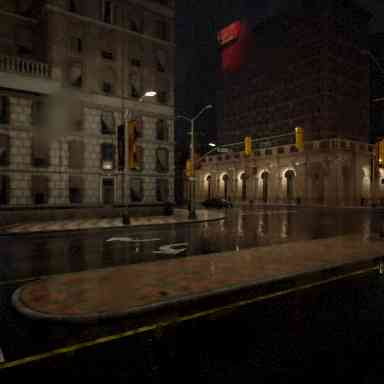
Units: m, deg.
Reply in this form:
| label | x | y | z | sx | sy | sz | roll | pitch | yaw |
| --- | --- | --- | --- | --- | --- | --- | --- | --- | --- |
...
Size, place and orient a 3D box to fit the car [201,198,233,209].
| label | x | y | z | sx | sy | sz | roll | pitch | yaw |
| --- | --- | --- | --- | --- | --- | --- | --- | --- | --- |
| car | 3.439 | 1.547 | 46.936 | 2.033 | 1.411 | 5.357 | 0 | 0 | -36 |

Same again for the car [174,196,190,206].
| label | x | y | z | sx | sy | sz | roll | pitch | yaw |
| --- | --- | --- | --- | --- | --- | --- | --- | --- | --- |
| car | -2.131 | 1.526 | 54.791 | 1.812 | 1.442 | 4.674 | 0 | 0 | -35 |
